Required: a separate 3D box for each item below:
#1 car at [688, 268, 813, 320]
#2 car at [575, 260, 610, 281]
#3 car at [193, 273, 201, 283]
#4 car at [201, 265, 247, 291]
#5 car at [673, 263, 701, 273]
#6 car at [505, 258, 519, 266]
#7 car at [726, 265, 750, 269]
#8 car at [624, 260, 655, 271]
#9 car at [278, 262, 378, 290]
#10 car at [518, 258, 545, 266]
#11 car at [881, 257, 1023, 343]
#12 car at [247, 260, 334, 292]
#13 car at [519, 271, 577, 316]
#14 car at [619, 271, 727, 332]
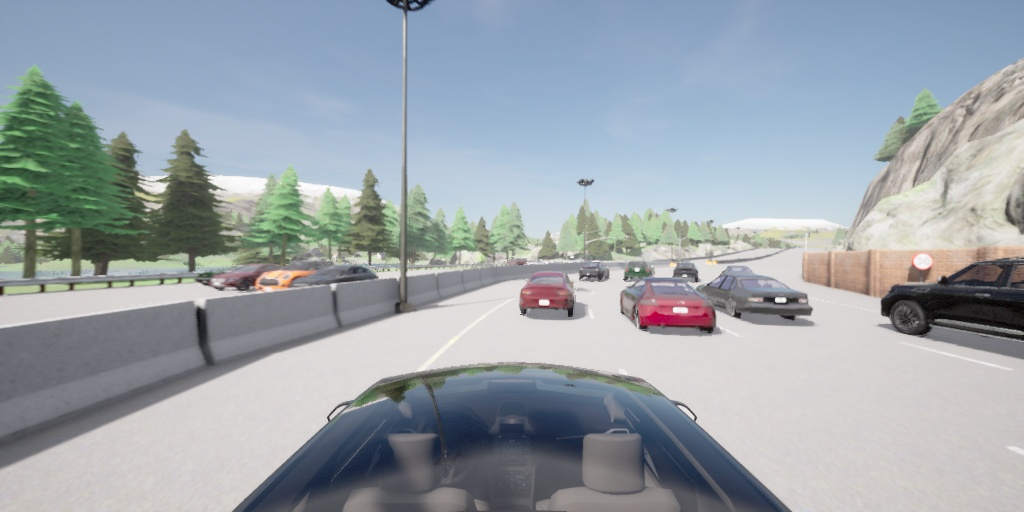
[{"bbox_3d":[8.355,1.343,12.981,2.033,1.411,5.357,0,0,11],"label":"car"},{"bbox_3d":[7.114,1.276,30.729,2.128,1.511,4.902,0,0,25],"label":"car"},{"bbox_3d":[-17.934,1.254,23.739,1.895,1.301,4.718,0,0,15],"label":"car"},{"bbox_3d":[-14.950,1.195,21.068,1.812,1.442,4.674,0,0,14],"label":"car"},{"bbox_3d":[14.936,1.336,30.686,1.837,1.490,4.892,0,0,29],"label":"car"},{"bbox_3d":[0.886,1.107,59.597,2.097,1.767,4.553,0,0,40],"label":"car"},{"bbox_3d":[16.251,1.386,25.826,2.033,1.411,5.357,0,0,26],"label":"car"},{"bbox_3d":[10.883,1.161,30.447,2.097,1.767,4.553,0,0,26],"label":"car"},{"bbox_3d":[-8.580,1.208,17.705,1.837,1.490,4.892,0,0,13],"label":"car"},{"bbox_3d":[3.558,1.296,57.364,1.812,1.442,4.674,0,0,40],"label":"car"},{"bbox_3d":[11.019,1.032,7.409,2.150,2.045,5.566,0,0,6],"label":"car"},{"bbox_3d":[-11.605,1.039,19.974,2.097,1.767,4.553,0,0,14],"label":"car"},{"bbox_3d":[1.409,1.283,13.414,1.812,1.442,4.674,0,0,10],"label":"car"},{"bbox_3d":[4.550,1.339,11.051,1.994,1.385,4.181,0,0,8],"label":"car"}]
